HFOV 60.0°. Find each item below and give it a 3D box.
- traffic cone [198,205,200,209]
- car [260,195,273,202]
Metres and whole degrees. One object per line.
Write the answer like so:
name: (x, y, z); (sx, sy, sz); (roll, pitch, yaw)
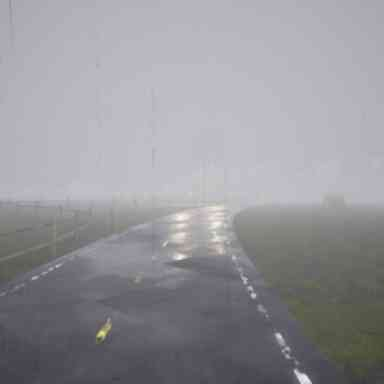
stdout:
traffic cone: (0.896, 2.034, 44.422); (0.340, 0.580, 0.340); (0, 0, 14)
car: (18.309, 1.572, 82.047); (2.097, 1.767, 4.553); (0, -1, 29)
